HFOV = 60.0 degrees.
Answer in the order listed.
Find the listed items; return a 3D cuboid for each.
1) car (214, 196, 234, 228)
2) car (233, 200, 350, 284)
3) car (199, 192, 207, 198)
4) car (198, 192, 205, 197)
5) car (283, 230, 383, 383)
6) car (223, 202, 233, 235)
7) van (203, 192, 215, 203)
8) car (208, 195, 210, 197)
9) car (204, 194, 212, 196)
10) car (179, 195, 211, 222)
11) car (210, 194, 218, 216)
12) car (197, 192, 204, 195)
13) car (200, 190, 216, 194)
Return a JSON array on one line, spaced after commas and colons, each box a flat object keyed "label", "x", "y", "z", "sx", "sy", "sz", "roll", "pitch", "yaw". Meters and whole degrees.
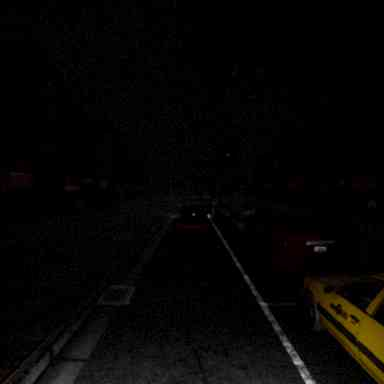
[{"label": "car", "x": 2.650, "y": 1.268, "z": 20.308, "sx": 1.967, "sy": 1.590, "sz": 4.097, "roll": 0, "pitch": 1, "yaw": 0}, {"label": "car", "x": 2.643, "y": 1.236, "z": 9.216, "sx": 2.192, "sy": 1.841, "sz": 5.009, "roll": 0, "pitch": 0, "yaw": 0}, {"label": "car", "x": 2.691, "y": 0.776, "z": 81.312, "sx": 1.887, "sy": 1.381, "sz": 4.507, "roll": 0, "pitch": 1, "yaw": 0}, {"label": "car", "x": 2.697, "y": 0.650, "z": 92.573, "sx": 1.752, "sy": 1.417, "sz": 4.829, "roll": 0, "pitch": 0, "yaw": 0}, {"label": "car", "x": 2.639, "y": 1.492, "z": 3.843, "sx": 1.752, "sy": 1.417, "sz": 4.829, "roll": 0, "pitch": 0, "yaw": 0}, {"label": "car", "x": 2.647, "y": 1.399, "z": 14.934, "sx": 1.752, "sy": 1.417, "sz": 4.829, "roll": 0, "pitch": 0, "yaw": 0}, {"label": "van", "x": 2.673, "y": 0.847, "z": 53.583, "sx": 1.690, "sy": 1.788, "sz": 3.998, "roll": 0, "pitch": 1, "yaw": 0}, {"label": "car", "x": 2.658, "y": 1.277, "z": 31.403, "sx": 2.008, "sy": 1.369, "sz": 4.403, "roll": 0, "pitch": 1, "yaw": 0}, {"label": "car", "x": 2.662, "y": 1.222, "z": 36.948, "sx": 2.008, "sy": 1.369, "sz": 4.403, "roll": 0, "pitch": 1, "yaw": 0}, {"label": "car", "x": 0.114, "y": 1.273, "z": 23.938, "sx": 1.882, "sy": 1.535, "sz": 5.008, "roll": 0, "pitch": 1, "yaw": 0}, {"label": "car", "x": 2.655, "y": 1.218, "z": 25.855, "sx": 1.967, "sy": 1.590, "sz": 4.097, "roll": 0, "pitch": 1, "yaw": 0}, {"label": "car", "x": 0.125, "y": 1.105, "z": 41.345, "sx": 1.882, "sy": 1.535, "sz": 5.008, "roll": 0, "pitch": 1, "yaw": 0}, {"label": "car", "x": 2.669, "y": 0.876, "z": 48.037, "sx": 2.192, "sy": 1.841, "sz": 5.009, "roll": 0, "pitch": 1, "yaw": 0}]
